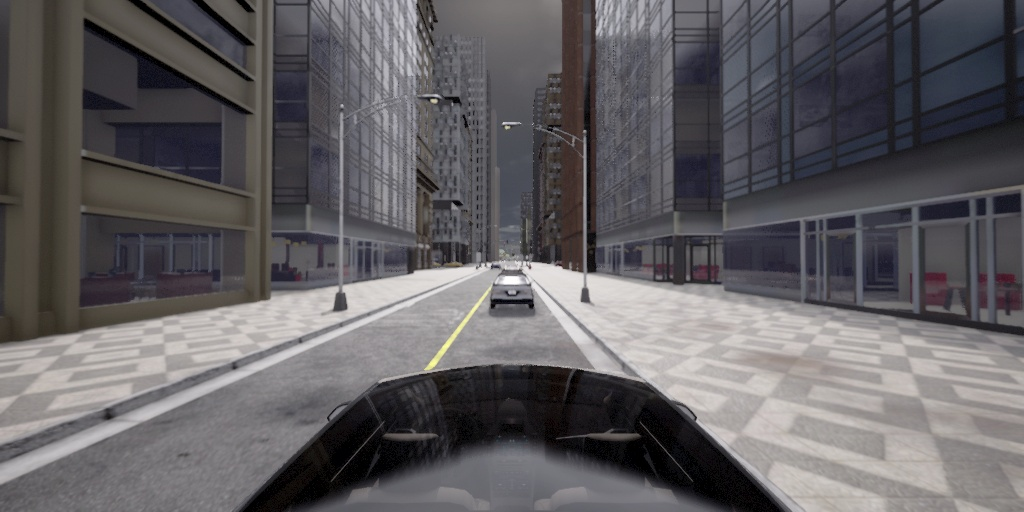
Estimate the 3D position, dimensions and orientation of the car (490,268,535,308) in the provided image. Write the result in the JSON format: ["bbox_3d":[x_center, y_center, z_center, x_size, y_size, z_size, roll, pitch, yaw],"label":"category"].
[{"bbox_3d":[0.004,1.428,15.843,2.033,1.411,5.357,0,0,0],"label":"car"}]

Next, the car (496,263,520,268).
[{"bbox_3d":[0.011,1.513,31.148,2.128,1.511,4.902,0,0,0],"label":"car"}]
